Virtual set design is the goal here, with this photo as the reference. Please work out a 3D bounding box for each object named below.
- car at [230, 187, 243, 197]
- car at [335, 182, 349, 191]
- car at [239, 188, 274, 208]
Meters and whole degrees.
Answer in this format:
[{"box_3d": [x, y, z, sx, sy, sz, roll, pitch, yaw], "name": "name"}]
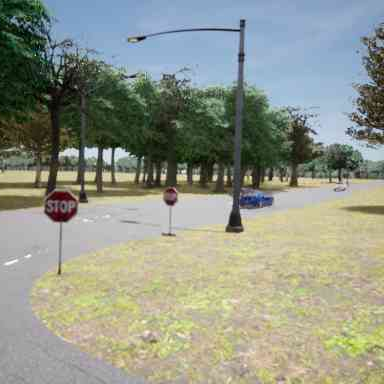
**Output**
[{"box_3d": [6.852, 0.089, 45.129, 1.994, 1.385, 4.181, 4, 5, 36], "name": "car"}, {"box_3d": [34.233, -1.352, 76.295, 2.150, 2.045, 5.566, 4, 4, 32], "name": "car"}, {"box_3d": [6.449, 0.631, 32.611, 1.882, 1.535, 5.008, 4, 4, 36], "name": "car"}]
